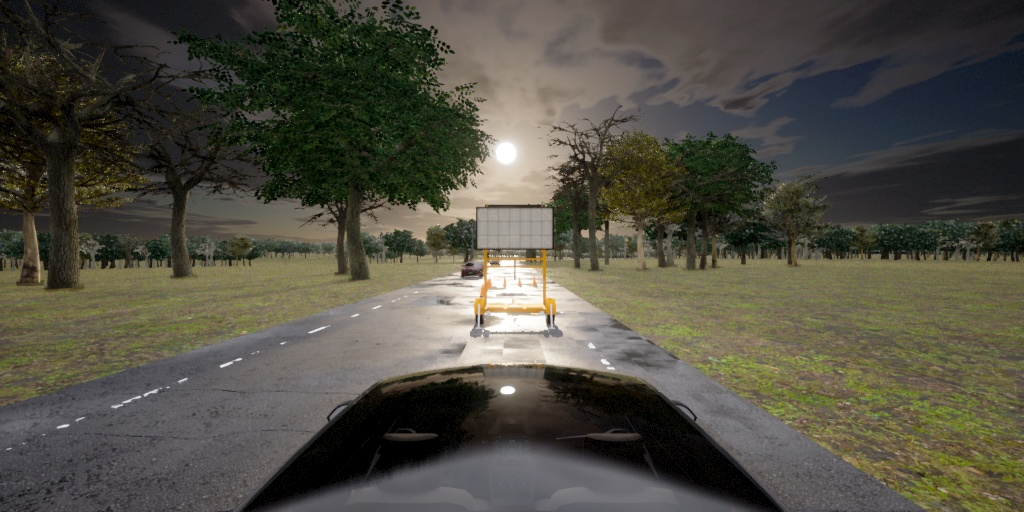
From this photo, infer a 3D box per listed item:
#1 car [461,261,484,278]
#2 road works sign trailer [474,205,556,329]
[{"bbox_3d":[-3.591,1.232,33.457,1.882,1.535,5.008,0,0,0],"label":"car"},{"bbox_3d":[0.090,0.211,11.194,2.380,3.560,2.880,0,0,0],"label":"road works sign trailer"}]
